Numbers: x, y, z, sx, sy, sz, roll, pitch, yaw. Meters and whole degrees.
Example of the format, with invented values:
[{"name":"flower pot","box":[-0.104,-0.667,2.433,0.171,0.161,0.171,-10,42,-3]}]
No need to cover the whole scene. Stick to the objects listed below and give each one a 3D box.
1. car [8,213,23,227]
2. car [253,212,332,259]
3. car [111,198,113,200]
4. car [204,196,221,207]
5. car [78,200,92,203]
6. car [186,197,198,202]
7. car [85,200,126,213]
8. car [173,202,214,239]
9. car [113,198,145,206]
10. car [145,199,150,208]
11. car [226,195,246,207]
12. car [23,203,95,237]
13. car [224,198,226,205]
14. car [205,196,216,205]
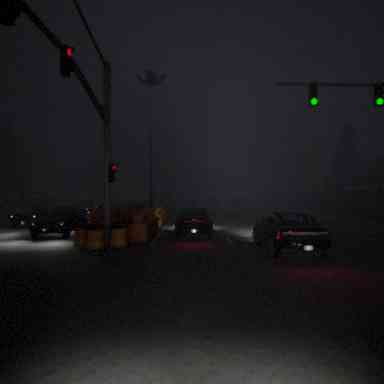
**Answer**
[{"name":"car","box":[-10.604,1.627,23.029,1.895,1.301,4.718,0,0,0]},{"name":"car","box":[3.596,1.506,12.666,2.128,1.511,4.902,0,0,0]},{"name":"car","box":[-10.515,1.575,43.488,1.812,1.442,4.674,0,0,0]},{"name":"car","box":[3.482,1.413,53.161,2.097,1.767,4.553,0,0,0]},{"name":"car","box":[-10.573,1.563,33.204,1.812,1.442,4.674,0,0,-1]},{"name":"car","box":[-0.015,1.549,50.587,2.128,1.511,4.902,0,0,0]},{"name":"car","box":[-7.098,1.632,27.423,1.895,1.301,4.718,0,0,0]},{"name":"car","box":[0.095,1.525,17.626,1.837,1.490,4.892,0,0,0]},{"name":"car","box":[-7.043,1.590,37.793,2.033,1.411,5.357,0,0,1]},{"name":"car","box":[-7.041,1.656,48.450,1.895,1.301,4.718,0,0,0]},{"name":"car","box":[6.983,1.412,51.698,2.097,1.767,4.553,0,0,0]},{"name":"car","box":[-7.106,1.546,18.322,1.812,1.442,4.674,0,0,0]},{"name":"car","box":[6.979,1.422,60.868,2.097,1.767,4.553,0,0,0]},{"name":"car","box":[3.480,1.577,63.442,1.837,1.490,4.892,0,0,1]}]
